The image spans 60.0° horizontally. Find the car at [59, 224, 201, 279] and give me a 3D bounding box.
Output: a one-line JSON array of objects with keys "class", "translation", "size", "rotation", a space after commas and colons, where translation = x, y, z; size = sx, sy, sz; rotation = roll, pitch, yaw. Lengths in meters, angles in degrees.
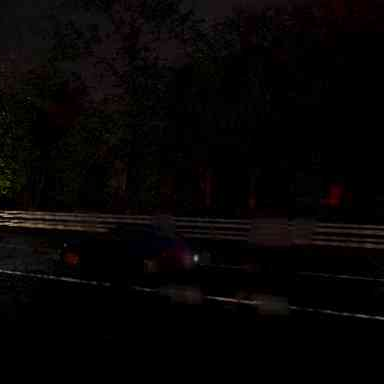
[{"class": "car", "translation": [-2.024, 1.770, 10.740], "size": [4.674, 1.442, 1.812], "rotation": [0, 0, 21]}]
